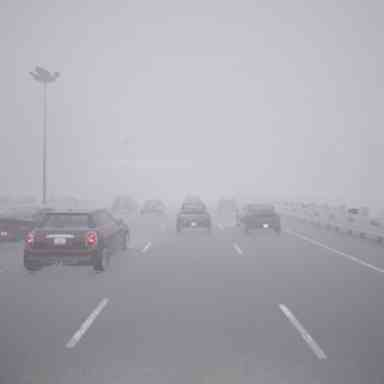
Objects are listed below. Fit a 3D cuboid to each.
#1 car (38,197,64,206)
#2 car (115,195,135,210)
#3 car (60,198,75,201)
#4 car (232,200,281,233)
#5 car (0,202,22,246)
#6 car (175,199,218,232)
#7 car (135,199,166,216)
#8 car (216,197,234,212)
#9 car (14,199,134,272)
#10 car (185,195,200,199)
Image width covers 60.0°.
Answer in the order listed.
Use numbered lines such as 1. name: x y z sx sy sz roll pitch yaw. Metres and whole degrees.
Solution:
1. car: -21.100 1.412 50.066 1.895 1.301 4.718 0 0 0
2. car: -6.921 1.123 34.774 2.097 1.767 4.553 0 0 0
3. car: -17.616 1.336 46.653 2.033 1.411 5.357 0 0 0
4. car: 3.589 1.369 18.595 1.837 1.490 4.892 0 0 0
5. car: -6.909 1.370 14.759 1.882 1.535 5.008 0 0 0
6. car: 0.089 1.354 18.867 2.128 1.511 4.902 0 0 0
7. car: -3.418 1.338 29.715 2.033 1.411 5.357 0 0 0
8. car: 3.578 1.261 35.020 2.128 1.511 4.902 0 0 0
9. car: -3.409 1.273 10.706 2.097 1.767 4.553 0 0 0
10. car: 0.078 1.122 34.780 2.097 1.767 4.553 0 0 0
